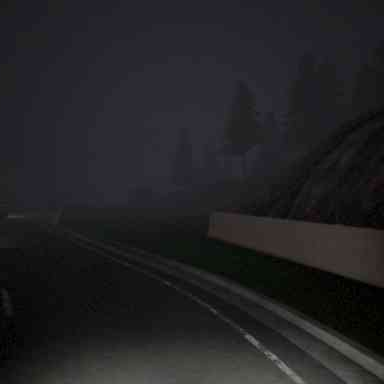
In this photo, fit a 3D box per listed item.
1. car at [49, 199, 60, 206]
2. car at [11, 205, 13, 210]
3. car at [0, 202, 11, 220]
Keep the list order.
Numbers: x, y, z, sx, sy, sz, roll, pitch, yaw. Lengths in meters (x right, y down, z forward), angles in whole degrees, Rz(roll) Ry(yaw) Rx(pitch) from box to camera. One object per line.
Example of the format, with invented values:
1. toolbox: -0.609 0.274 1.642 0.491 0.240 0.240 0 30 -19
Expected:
1. car: -33.336 2.374 80.348 2.097 1.767 4.553 -1 0 -20
2. car: -32.815 2.484 58.368 1.994 1.385 4.181 -1 0 -20
3. car: -19.892 2.028 33.474 1.882 1.535 5.008 -1 0 -21
